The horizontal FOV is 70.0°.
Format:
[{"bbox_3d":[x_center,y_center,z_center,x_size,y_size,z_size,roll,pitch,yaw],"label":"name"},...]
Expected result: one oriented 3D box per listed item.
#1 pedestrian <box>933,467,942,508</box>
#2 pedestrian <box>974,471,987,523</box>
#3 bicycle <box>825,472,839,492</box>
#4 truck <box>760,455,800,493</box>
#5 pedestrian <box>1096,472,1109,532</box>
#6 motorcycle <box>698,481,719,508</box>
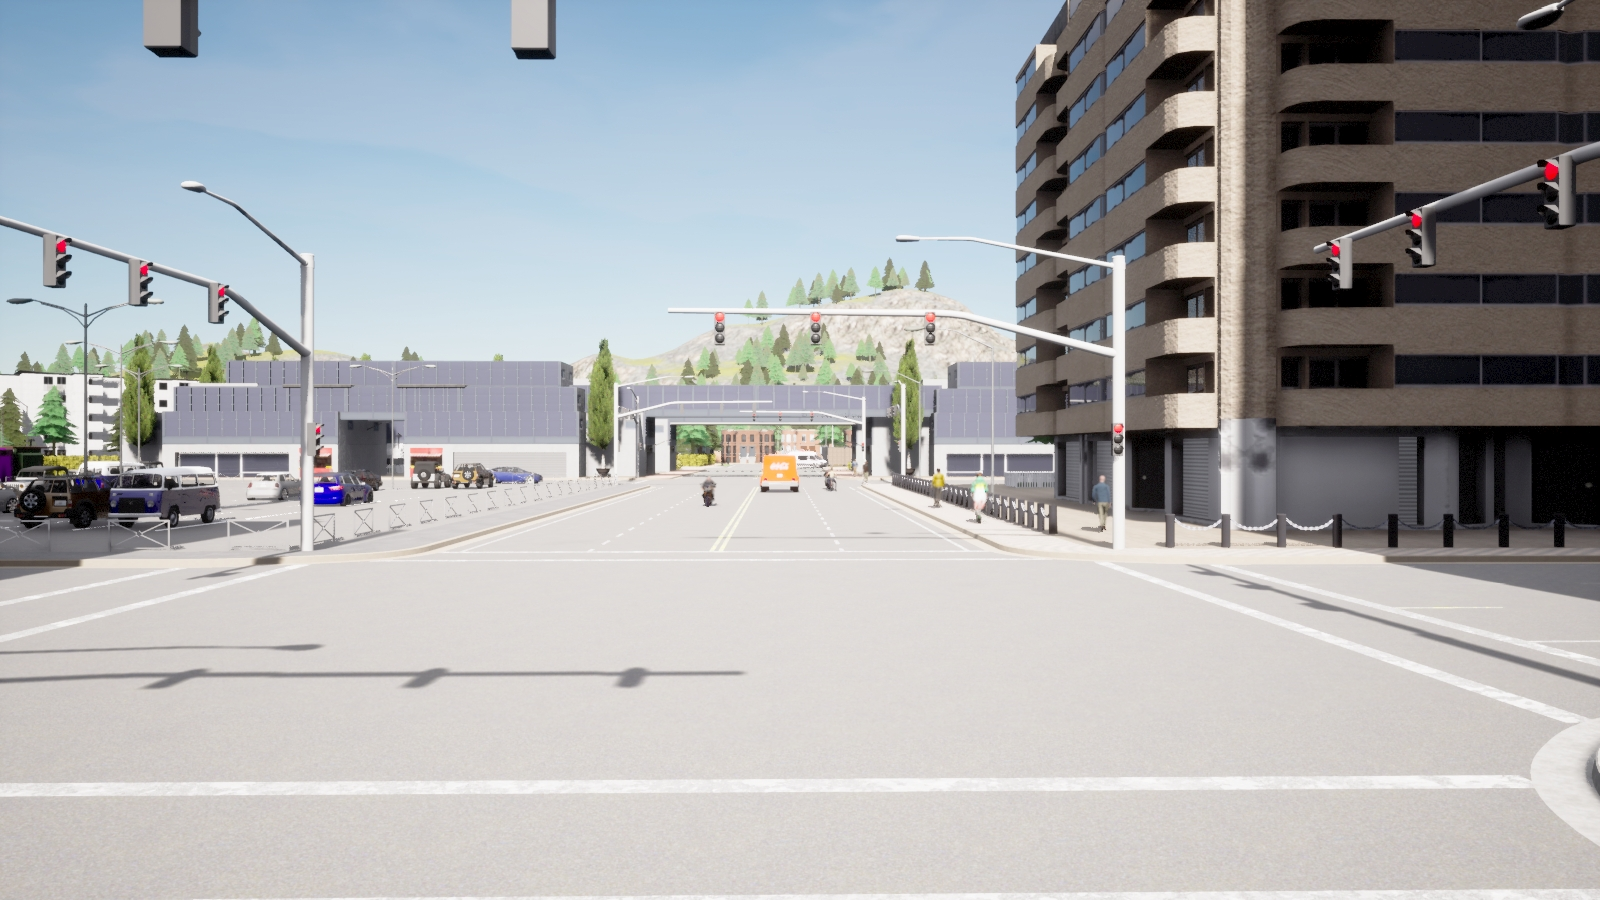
[{"bbox_3d":[6.241,1.695,51.931,0.375,1.860,0.375,0,0,-2],"label":"pedestrian"},{"bbox_3d":[6.493,1.695,41.157,0.375,1.860,0.375,0,0,-5],"label":"pedestrian"},{"bbox_3d":[2.134,2.158,77.288,0.859,1.276,1.487,0,0,-1],"label":"bicycle"},{"bbox_3d":[-1.366,1.564,77.071,2.627,2.467,5.204,0,0,-1],"label":"truck"},{"bbox_3d":[9.609,1.648,36.266,0.375,1.860,0.375,0,0,20],"label":"pedestrian"},{"bbox_3d":[-4.507,2.205,56.398,0.867,1.251,2.209,0,0,-1],"label":"motorcycle"}]
